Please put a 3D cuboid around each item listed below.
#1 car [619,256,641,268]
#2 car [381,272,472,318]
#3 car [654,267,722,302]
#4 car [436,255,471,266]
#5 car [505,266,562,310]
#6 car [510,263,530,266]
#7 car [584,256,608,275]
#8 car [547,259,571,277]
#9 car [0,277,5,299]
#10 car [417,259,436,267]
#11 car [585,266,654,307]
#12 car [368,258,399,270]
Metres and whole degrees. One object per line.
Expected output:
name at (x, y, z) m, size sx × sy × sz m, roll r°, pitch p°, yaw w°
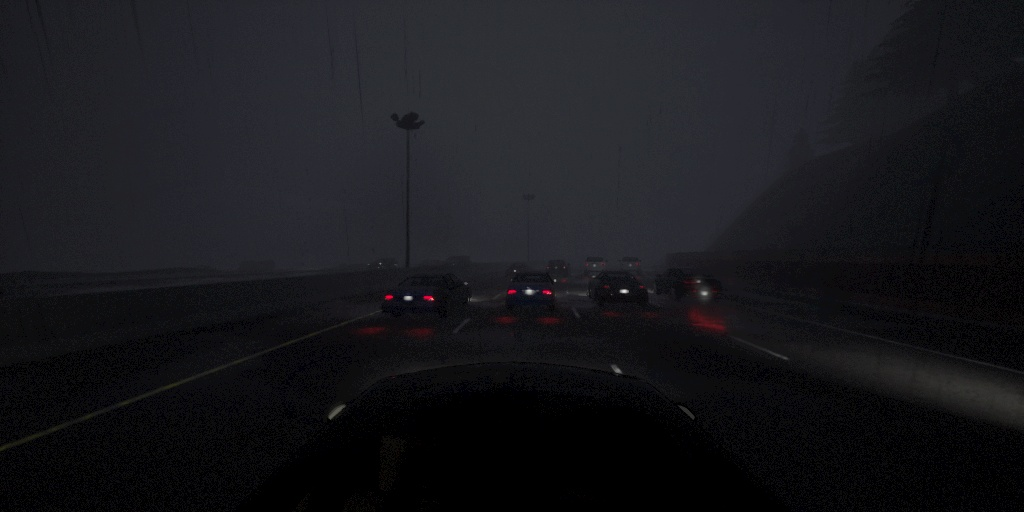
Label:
car at (13.194, 1.005, 40.135) m, size 2.150 × 2.045 × 5.566 m, roll 0°, pitch 0°, yaw 17°
car at (-2.830, 1.287, 13.042) m, size 2.033 × 1.411 × 5.357 m, roll 0°, pitch 0°, yaw 5°
car at (8.199, 1.277, 17.129) m, size 1.837 × 1.490 × 4.892 m, roll 0°, pitch 0°, yaw 7°
car at (-7.125, 0.944, 46.090) m, size 2.150 × 2.045 × 5.566 m, roll 0°, pitch 0°, yaw 18°
car at (0.853, 1.298, 14.848) m, size 2.033 × 1.411 × 5.357 m, roll 0°, pitch 0°, yaw 6°
car at (0.717, 1.311, 34.273) m, size 1.994 × 1.385 × 4.181 m, roll 0°, pitch 0°, yaw 13°
car at (8.849, 0.992, 37.809) m, size 2.150 × 2.045 × 5.566 m, roll 0°, pitch 0°, yaw 16°
car at (4.643, 1.111, 35.548) m, size 2.097 × 1.767 × 4.553 m, roll 0°, pitch 0°, yaw 14°
car at (-20.617, 1.165, 11.642) m, size 1.882 × 1.535 × 5.008 m, roll 0°, pitch 0°, yaw 4°
car at (-10.251, 1.239, 47.702) m, size 1.812 × 1.442 × 4.674 m, roll 0°, pitch 0°, yaw 18°
car at (4.526, 1.325, 15.754) m, size 1.994 × 1.385 × 4.181 m, roll 0°, pitch 0°, yaw 6°
car at (-17.332, 1.044, 48.458) m, size 2.097 × 1.767 × 4.553 m, roll 0°, pitch 0°, yaw 18°
